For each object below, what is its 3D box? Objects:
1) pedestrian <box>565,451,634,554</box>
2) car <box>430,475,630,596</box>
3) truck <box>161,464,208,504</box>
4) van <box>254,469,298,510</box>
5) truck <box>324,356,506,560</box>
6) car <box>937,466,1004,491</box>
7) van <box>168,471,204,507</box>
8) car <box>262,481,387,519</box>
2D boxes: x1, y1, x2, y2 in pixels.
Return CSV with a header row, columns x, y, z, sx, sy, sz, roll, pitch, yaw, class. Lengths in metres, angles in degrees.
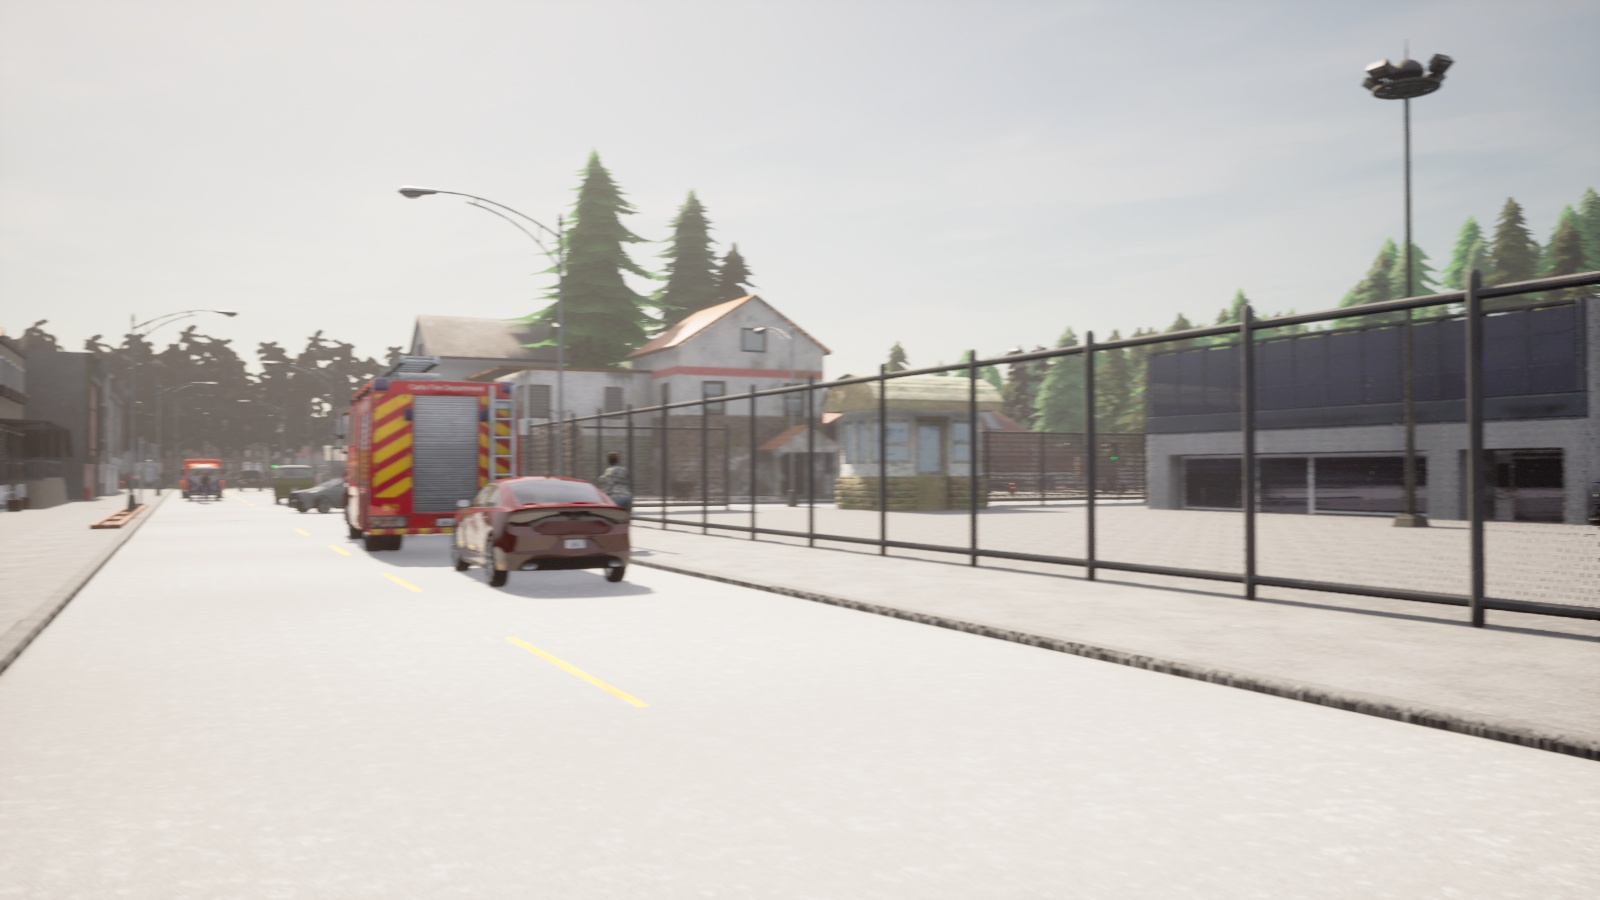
x,y,z,sx,sy,sz,roll,pitch,yaw,class
-3.730,0.964,23.403,0.900,1.855,0.874,-1,-1,30,pedestrian
-4.206,1.166,18.881,1.882,1.535,5.008,0,-1,-25,car
-39.308,2.152,80.186,2.627,2.467,5.204,0,-1,-27,truck
-26.705,1.970,63.927,1.775,1.987,4.442,0,-1,-26,van
-8.826,0.233,28.023,2.891,3.827,8.468,0,-1,-24,truck
11.896,1.981,88.027,2.152,1.651,5.027,0,-1,-27,car
-35.139,2.201,71.857,1.775,1.987,4.442,0,-1,-27,van
-18.749,1.945,49.605,1.994,1.385,4.181,-2,-1,44,car
